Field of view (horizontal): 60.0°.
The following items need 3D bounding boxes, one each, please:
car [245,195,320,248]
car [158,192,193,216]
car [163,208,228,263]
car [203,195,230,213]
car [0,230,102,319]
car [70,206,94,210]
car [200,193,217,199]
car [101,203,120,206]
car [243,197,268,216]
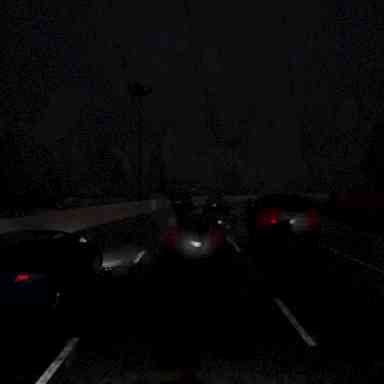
[{"bbox_3d":[3.737,1.136,14.483,2.150,2.045,5.566,0,0,2],"label":"car"},{"bbox_3d":[-1.399,1.047,30.009,2.150,2.045,5.566,0,0,11],"label":"car"},{"bbox_3d":[0.151,1.495,11.755,1.994,1.385,4.181,0,0,1],"label":"car"},{"bbox_3d":[2.342,1.173,30.635,2.097,1.767,4.553,0,0,11],"label":"car"},{"bbox_3d":[-3.421,1.522,7.394,1.994,1.385,4.181,0,0,0],"label":"car"},{"bbox_3d":[-10.957,1.319,36.059,1.812,1.442,4.674,0,0,14],"label":"car"},{"bbox_3d":[3.698,0.859,75.841,1.994,1.385,4.181,0,0,35],"label":"car"},{"bbox_3d":[-7.532,1.290,35.343,2.128,1.511,4.902,0,0,14],"label":"car"},{"bbox_3d":[5.976,1.310,30.886,2.128,1.511,4.902,0,0,13],"label":"car"}]
